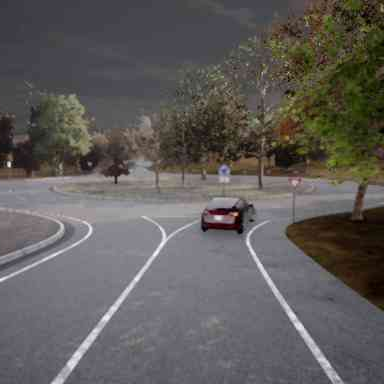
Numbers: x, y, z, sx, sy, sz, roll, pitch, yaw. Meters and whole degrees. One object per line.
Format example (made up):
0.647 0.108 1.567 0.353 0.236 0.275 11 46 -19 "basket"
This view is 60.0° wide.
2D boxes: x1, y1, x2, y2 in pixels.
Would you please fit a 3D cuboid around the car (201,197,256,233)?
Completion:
1.887 0.965 16.489 2.163 1.488 4.792 2 5 19 "car"
